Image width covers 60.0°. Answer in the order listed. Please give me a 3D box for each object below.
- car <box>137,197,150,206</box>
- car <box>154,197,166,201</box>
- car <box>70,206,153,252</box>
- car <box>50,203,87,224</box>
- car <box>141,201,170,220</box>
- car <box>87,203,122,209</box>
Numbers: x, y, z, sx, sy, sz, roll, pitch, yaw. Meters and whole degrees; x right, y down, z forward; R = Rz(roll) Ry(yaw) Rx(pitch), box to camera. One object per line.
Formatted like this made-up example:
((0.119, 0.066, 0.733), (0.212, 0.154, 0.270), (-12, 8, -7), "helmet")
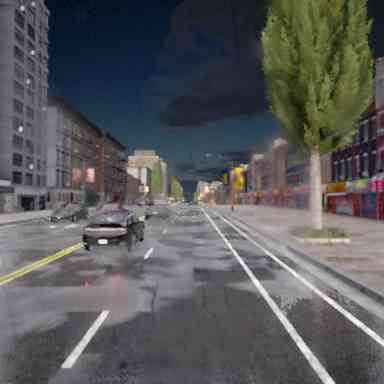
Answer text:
((-9.742, 2.117, 67.808), (2.150, 2.045, 5.566), (0, -1, 0), "car")
((-6.492, 2.117, 67.808), (2.150, 2.045, 5.566), (0, -1, 0), "car")
((-3.151, 1.565, 14.199), (2.128, 1.511, 4.902), (0, 0, 0), "car")
((-9.845, 1.696, 27.075), (1.837, 1.490, 4.892), (0, -1, 0), "car")
((-3.149, 1.790, 30.566), (1.994, 1.385, 4.181), (0, -1, 0), "car")
((-6.596, 1.668, 27.033), (1.882, 1.535, 5.008), (0, -1, 0), "car")
